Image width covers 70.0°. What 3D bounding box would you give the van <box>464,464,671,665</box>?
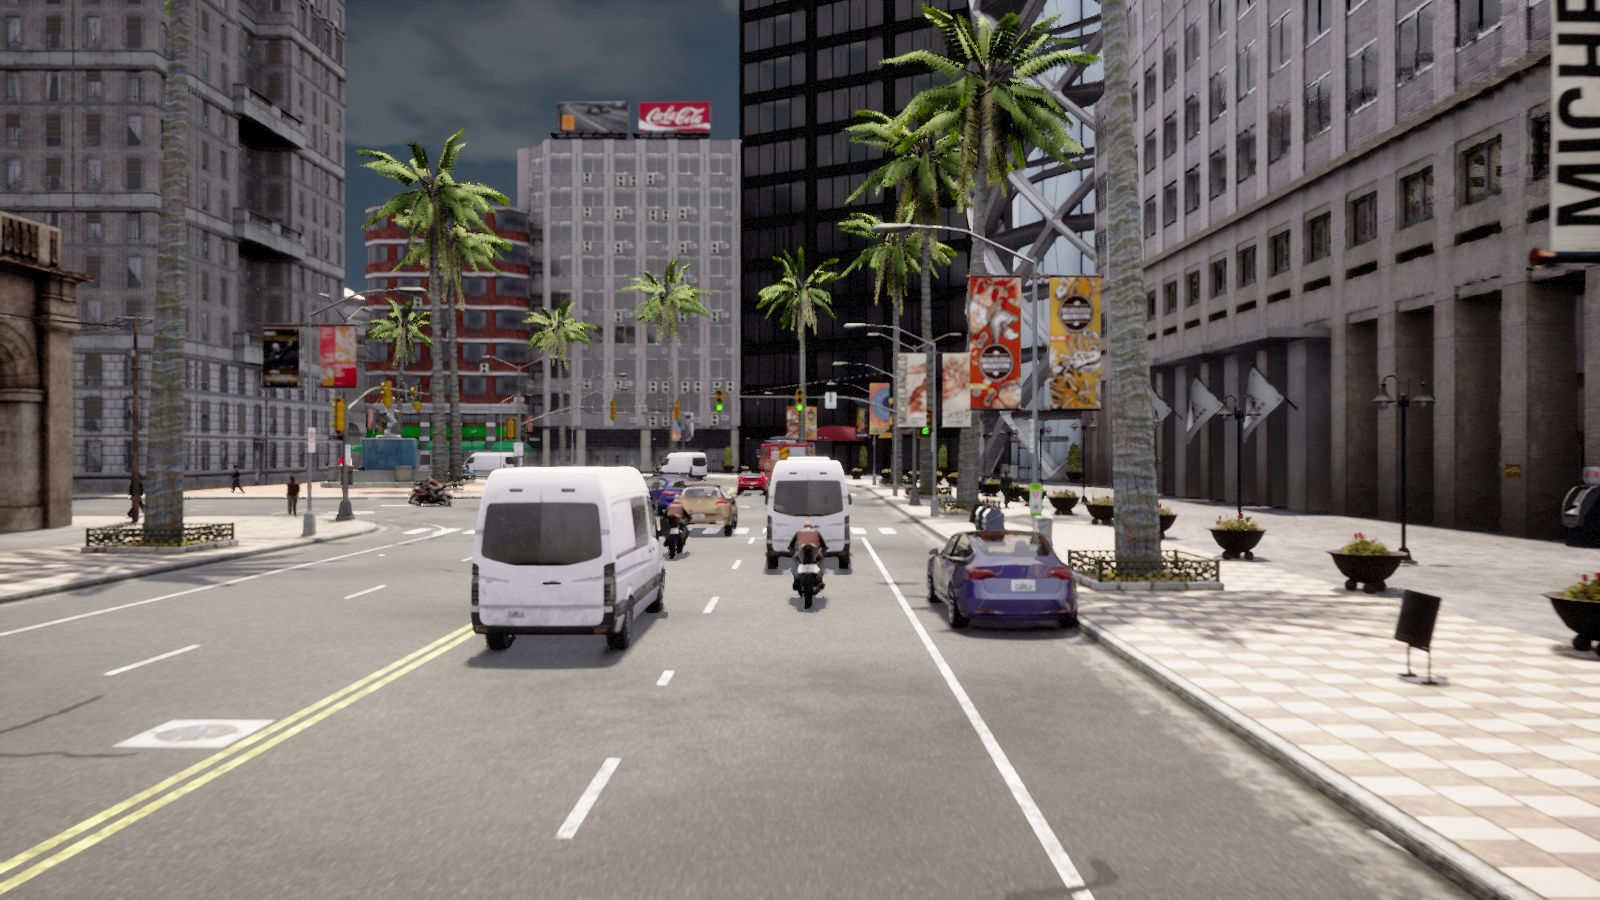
[{"bbox_3d":[-3.381,1.534,17.907,1.988,2.561,5.915,0,0,0],"label":"van"}]

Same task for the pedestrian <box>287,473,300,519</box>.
[{"bbox_3d":[-20.549,1.849,46.318,0.375,1.860,0.375,0,0,-4],"label":"pedestrian"}]

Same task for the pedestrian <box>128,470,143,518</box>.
[{"bbox_3d":[-25.736,1.696,44.256,0.375,1.860,0.375,0,0,9],"label":"pedestrian"}]

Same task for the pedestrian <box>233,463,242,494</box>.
[{"bbox_3d":[-33.877,1.696,68.777,0.375,1.860,0.375,0,0,-5],"label":"pedestrian"}]

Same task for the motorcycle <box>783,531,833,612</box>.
[{"bbox_3d":[0.149,2.205,21.042,0.867,1.251,2.209,0,0,0],"label":"motorcycle"}]

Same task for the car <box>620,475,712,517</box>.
[{"bbox_3d":[-5.919,1.967,49.932,2.242,1.667,4.611,0,0,-31],"label":"car"}]

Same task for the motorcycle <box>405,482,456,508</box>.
[{"bbox_3d":[-18.232,2.205,56.400,2.209,1.251,0.867,0,1,9],"label":"motorcycle"}]

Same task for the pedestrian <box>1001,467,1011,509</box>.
[{"bbox_3d":[9.284,1.696,51.409,0.375,1.860,0.375,0,0,-2],"label":"pedestrian"}]

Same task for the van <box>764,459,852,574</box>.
[{"bbox_3d":[0.205,1.534,28.905,1.988,2.561,5.915,0,0,0],"label":"van"}]

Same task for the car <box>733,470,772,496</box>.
[{"bbox_3d":[-2.975,2.061,72.621,2.231,1.480,4.892,0,0,0],"label":"car"}]

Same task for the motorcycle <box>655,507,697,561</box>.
[{"bbox_3d":[-3.281,2.205,30.357,0.867,1.251,2.209,0,0,0],"label":"motorcycle"}]

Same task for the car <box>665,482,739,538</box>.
[{"bbox_3d":[-3.270,1.992,39.165,2.152,1.651,5.027,0,0,-1],"label":"car"}]
